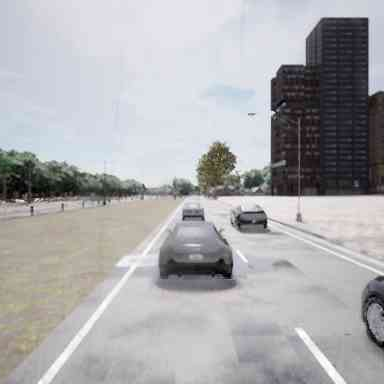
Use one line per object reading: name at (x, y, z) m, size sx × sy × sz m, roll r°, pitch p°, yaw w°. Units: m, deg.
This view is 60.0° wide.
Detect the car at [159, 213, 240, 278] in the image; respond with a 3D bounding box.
car at (0.102, 1.573, 10.202) m, size 1.994 × 1.385 × 4.181 m, roll 0°, pitch 0°, yaw 0°

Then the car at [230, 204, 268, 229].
car at (3.604, 1.504, 21.639) m, size 2.128 × 1.511 × 4.902 m, roll 0°, pitch 0°, yaw 0°

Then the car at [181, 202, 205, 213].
car at (0.103, 1.561, 27.663) m, size 2.033 × 1.411 × 5.357 m, roll 0°, pitch 0°, yaw 0°

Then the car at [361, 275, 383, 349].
car at (3.603, 1.509, 3.372) m, size 1.837 × 1.490 × 4.892 m, roll 0°, pitch 0°, yaw 0°
